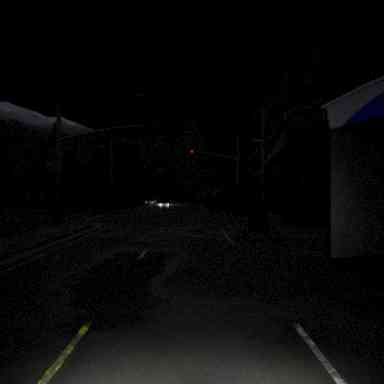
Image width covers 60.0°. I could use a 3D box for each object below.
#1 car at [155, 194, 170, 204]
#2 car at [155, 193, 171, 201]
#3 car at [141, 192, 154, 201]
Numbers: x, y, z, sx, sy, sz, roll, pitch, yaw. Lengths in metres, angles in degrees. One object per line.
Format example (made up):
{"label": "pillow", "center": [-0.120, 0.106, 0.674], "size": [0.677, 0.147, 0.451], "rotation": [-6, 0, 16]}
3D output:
{"label": "car", "center": [-5.063, 1.419, 59.768], "size": [1.994, 1.385, 4.181], "rotation": [0, 0, -11]}
{"label": "car", "center": [-6.636, 1.173, 75.140], "size": [2.097, 1.767, 4.553], "rotation": [0, 0, -27]}
{"label": "car", "center": [-10.305, 1.035, 74.577], "size": [2.150, 2.045, 5.566], "rotation": [0, 0, -27]}
